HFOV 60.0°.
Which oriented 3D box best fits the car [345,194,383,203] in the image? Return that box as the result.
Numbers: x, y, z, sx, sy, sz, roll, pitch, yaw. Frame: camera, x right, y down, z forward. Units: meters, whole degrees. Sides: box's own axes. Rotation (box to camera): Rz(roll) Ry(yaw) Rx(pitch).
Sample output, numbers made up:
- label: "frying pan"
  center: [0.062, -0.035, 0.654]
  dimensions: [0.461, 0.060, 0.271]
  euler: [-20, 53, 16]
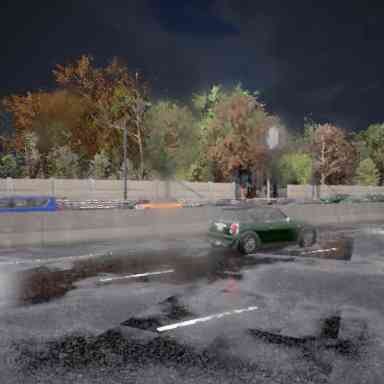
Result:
- label: "car"
  center: [21.918, 1.226, 41.013]
  dimensions: [5.566, 2.045, 2.150]
  euler: [0, 0, -30]

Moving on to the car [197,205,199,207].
- label: "car"
  center: [3.174, 1.548, 38.152]
  dimensions: [5.357, 1.411, 2.033]
  euler: [0, 0, -30]

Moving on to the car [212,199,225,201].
- label: "car"
  center: [5.035, 1.548, 35.180]
  dimensions: [5.357, 1.411, 2.033]
  euler: [0, 0, -31]

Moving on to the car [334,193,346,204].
- label: "car"
  center: [21.952, 1.358, 45.090]
  dimensions: [4.553, 1.767, 2.097]
  euler: [0, 0, -30]

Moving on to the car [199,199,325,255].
- label: "car"
  center: [2.871, 1.353, 13.396]
  dimensions: [4.553, 1.767, 2.097]
  euler: [0, 0, -30]

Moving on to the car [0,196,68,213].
- label: "car"
  center: [-10.060, 1.222, 18.219]
  dimensions: [5.566, 2.045, 2.150]
  euler: [0, 0, -30]

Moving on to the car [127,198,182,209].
- label: "car"
  center: [-3.153, 1.352, 30.380]
  dimensions: [4.553, 1.767, 2.097]
  euler: [0, 0, -30]

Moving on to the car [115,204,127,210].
- label: "car"
  center: [-5.260, 1.505, 33.200]
  dimensions: [4.892, 1.490, 1.837]
  euler: [0, 0, -30]

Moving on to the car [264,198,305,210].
- label: "car"
  center: [12.052, 1.549, 43.345]
  dimensions: [5.357, 1.411, 2.033]
  euler: [0, 0, -30]

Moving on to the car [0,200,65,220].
- label: "car"
  center: [-13.629, 1.478, 28.301]
  dimensions: [5.008, 1.535, 1.882]
  euler: [0, 0, -30]

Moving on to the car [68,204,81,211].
- label: "car"
  center: [-11.135, 1.492, 25.704]
  dimensions: [4.902, 1.511, 2.128]
  euler: [0, 0, -30]

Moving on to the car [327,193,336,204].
- label: "car"
  center: [20.974, 1.228, 48.570]
  dimensions: [5.566, 2.045, 2.150]
  euler: [0, 0, -30]

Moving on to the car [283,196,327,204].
- label: "car"
  center: [13.436, 1.493, 40.101]
  dimensions: [4.902, 1.511, 2.128]
  euler: [0, 0, -30]
